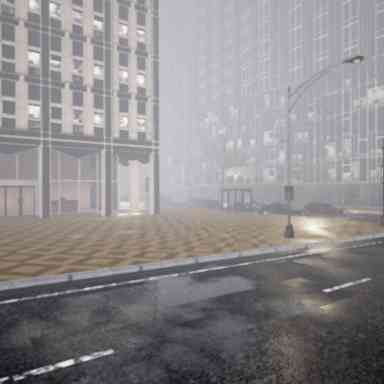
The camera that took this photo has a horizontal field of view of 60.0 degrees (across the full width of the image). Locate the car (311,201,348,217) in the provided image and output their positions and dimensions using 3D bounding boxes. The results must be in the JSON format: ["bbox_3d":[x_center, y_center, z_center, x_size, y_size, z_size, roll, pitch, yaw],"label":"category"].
[{"bbox_3d":[13.382,1.698,33.667,1.812,1.442,4.674,0,1,-34],"label":"car"}]

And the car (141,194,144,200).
[{"bbox_3d":[-9.001,1.025,76.697,2.192,1.841,5.009,0,0,-34],"label":"car"}]

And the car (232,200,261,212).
[{"bbox_3d":[6.432,1.695,39.062,1.802,1.307,4.206,0,0,-34],"label":"car"}]

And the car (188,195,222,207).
[{"bbox_3d":[2.150,1.544,50.117,2.033,1.411,5.357,0,1,-34],"label":"car"}]

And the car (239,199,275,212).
[{"bbox_3d":[8.011,1.653,41.522,1.994,1.385,4.181,0,1,-35],"label":"car"}]

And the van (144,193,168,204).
[{"bbox_3d":[-6.300,1.251,57.892,1.690,1.788,3.998,0,0,-34],"label":"van"}]

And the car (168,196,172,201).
[{"bbox_3d":[-5.797,1.345,72.007,1.802,1.307,4.206,0,0,-34],"label":"car"}]

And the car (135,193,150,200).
[{"bbox_3d":[-12.210,1.098,81.390,1.967,1.590,4.097,0,0,-34],"label":"car"}]

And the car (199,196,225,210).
[{"bbox_3d":[3.274,1.628,43.787,1.947,1.339,4.313,0,0,-34],"label":"car"}]

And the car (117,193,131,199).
[{"bbox_3d":[-18.624,1.103,90.775,2.008,1.369,4.403,0,0,-34],"label":"car"}]

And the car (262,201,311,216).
[{"bbox_3d":[9.625,1.729,34.358,1.947,1.339,4.313,0,0,-34],"label":"car"}]

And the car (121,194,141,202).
[{"bbox_3d":[-12.716,1.357,67.278,2.008,1.369,4.403,0,0,-34],"label":"car"}]
